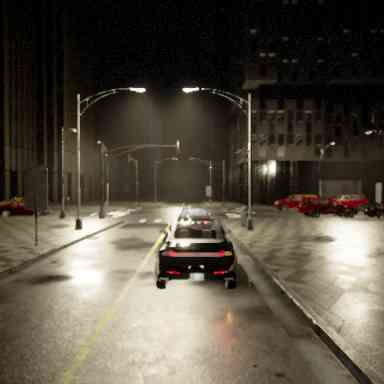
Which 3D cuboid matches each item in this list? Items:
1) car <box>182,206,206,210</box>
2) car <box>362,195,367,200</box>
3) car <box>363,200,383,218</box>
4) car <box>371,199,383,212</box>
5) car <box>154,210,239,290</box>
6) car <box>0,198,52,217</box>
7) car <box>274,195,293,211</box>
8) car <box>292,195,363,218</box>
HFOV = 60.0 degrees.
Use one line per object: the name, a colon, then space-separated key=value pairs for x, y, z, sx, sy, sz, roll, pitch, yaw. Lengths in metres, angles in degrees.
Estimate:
car: x=0.101 y=1.513 z=18.737 sx=2.033 sy=1.411 sz=5.357 roll=0 pitch=0 yaw=0
car: x=17.750 y=1.276 z=38.469 sx=5.009 sy=1.841 sz=2.192 roll=0 pitch=1 yaw=0
car: x=17.765 y=1.682 z=29.949 sx=4.313 sy=1.339 sz=1.947 roll=0 pitch=1 yaw=0
car: x=23.392 y=1.556 z=38.489 sx=4.313 sy=1.339 sz=1.947 roll=0 pitch=1 yaw=0
car: x=0.099 y=1.470 z=9.028 sx=2.128 sy=1.511 sz=4.902 roll=0 pitch=0 yaw=0
car: x=-14.919 y=1.508 z=29.849 sx=4.507 sy=1.381 sz=1.887 roll=0 pitch=1 yaw=0
car: x=12.107 y=1.248 z=38.452 sx=5.009 sy=1.841 sz=2.192 roll=0 pitch=1 yaw=0
car: x=12.123 y=1.403 z=29.928 sx=5.009 sy=1.841 sz=2.192 roll=0 pitch=1 yaw=0
